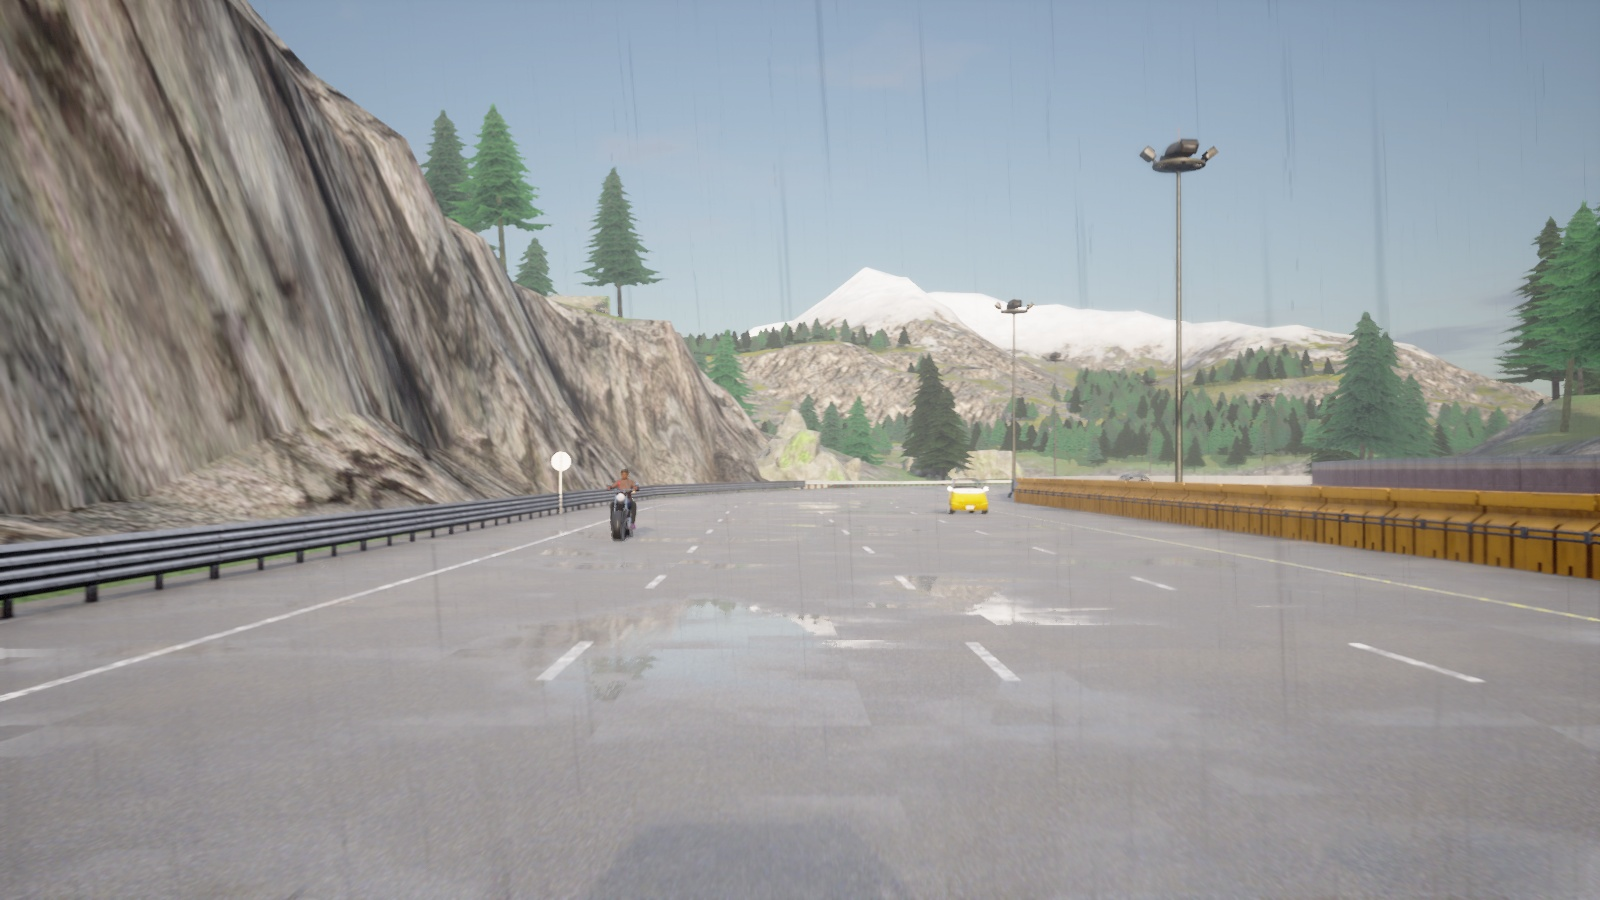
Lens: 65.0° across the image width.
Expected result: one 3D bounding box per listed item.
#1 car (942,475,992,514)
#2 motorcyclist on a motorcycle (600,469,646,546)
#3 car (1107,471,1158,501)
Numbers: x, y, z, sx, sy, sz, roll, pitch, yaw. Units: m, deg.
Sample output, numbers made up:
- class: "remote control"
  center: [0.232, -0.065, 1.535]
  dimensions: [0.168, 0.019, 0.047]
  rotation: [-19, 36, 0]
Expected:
- class: "car"
  center: [6.119, 1.616, 46.095]
  dimensions: [1.481, 1.376, 2.207]
  rotation: [0, -2, -1]
- class: "motorcyclist on a motorcycle"
  center: [-3.935, 1.251, 28.083]
  dimensions: [0.766, 1.649, 2.350]
  rotation: [0, -1, -1]
- class: "car"
  center: [17.051, 1.843, 64.563]
  dimensions: [1.816, 1.474, 4.193]
  rotation: [0, -1, 5]
